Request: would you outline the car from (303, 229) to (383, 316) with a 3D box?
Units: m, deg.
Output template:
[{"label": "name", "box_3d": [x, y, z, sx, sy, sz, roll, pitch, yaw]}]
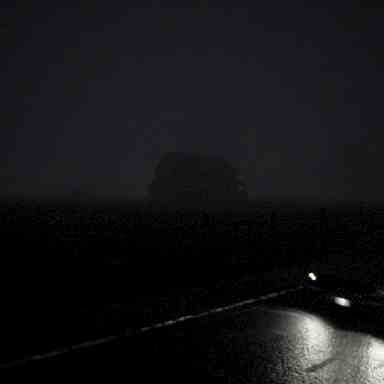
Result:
[{"label": "car", "box_3d": [4.829, 1.562, 7.438, 5.357, 1.411, 2.033, 0, 0, -36]}]
